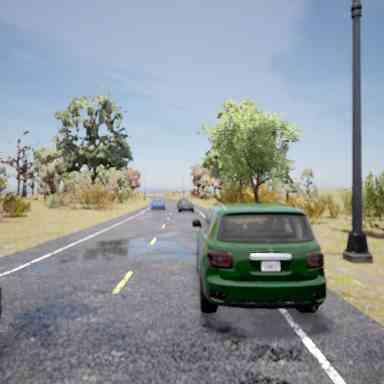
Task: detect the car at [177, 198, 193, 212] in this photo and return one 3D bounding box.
[{"bbox_3d":[-0.770,1.799,42.067,1.994,1.385,4.181,0,0,-2],"label":"car"}]

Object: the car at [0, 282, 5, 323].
[{"bbox_3d":[-3.608,1.512,2.783,2.128,1.511,4.902,0,0,0],"label":"car"}]

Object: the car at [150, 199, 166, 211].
[{"bbox_3d":[-4.628,1.735,45.849,1.882,1.535,5.008,0,0,-3],"label":"car"}]

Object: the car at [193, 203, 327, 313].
[{"bbox_3d":[1.220,1.273,7.896,2.150,2.045,5.566,0,0,0],"label":"car"}]
